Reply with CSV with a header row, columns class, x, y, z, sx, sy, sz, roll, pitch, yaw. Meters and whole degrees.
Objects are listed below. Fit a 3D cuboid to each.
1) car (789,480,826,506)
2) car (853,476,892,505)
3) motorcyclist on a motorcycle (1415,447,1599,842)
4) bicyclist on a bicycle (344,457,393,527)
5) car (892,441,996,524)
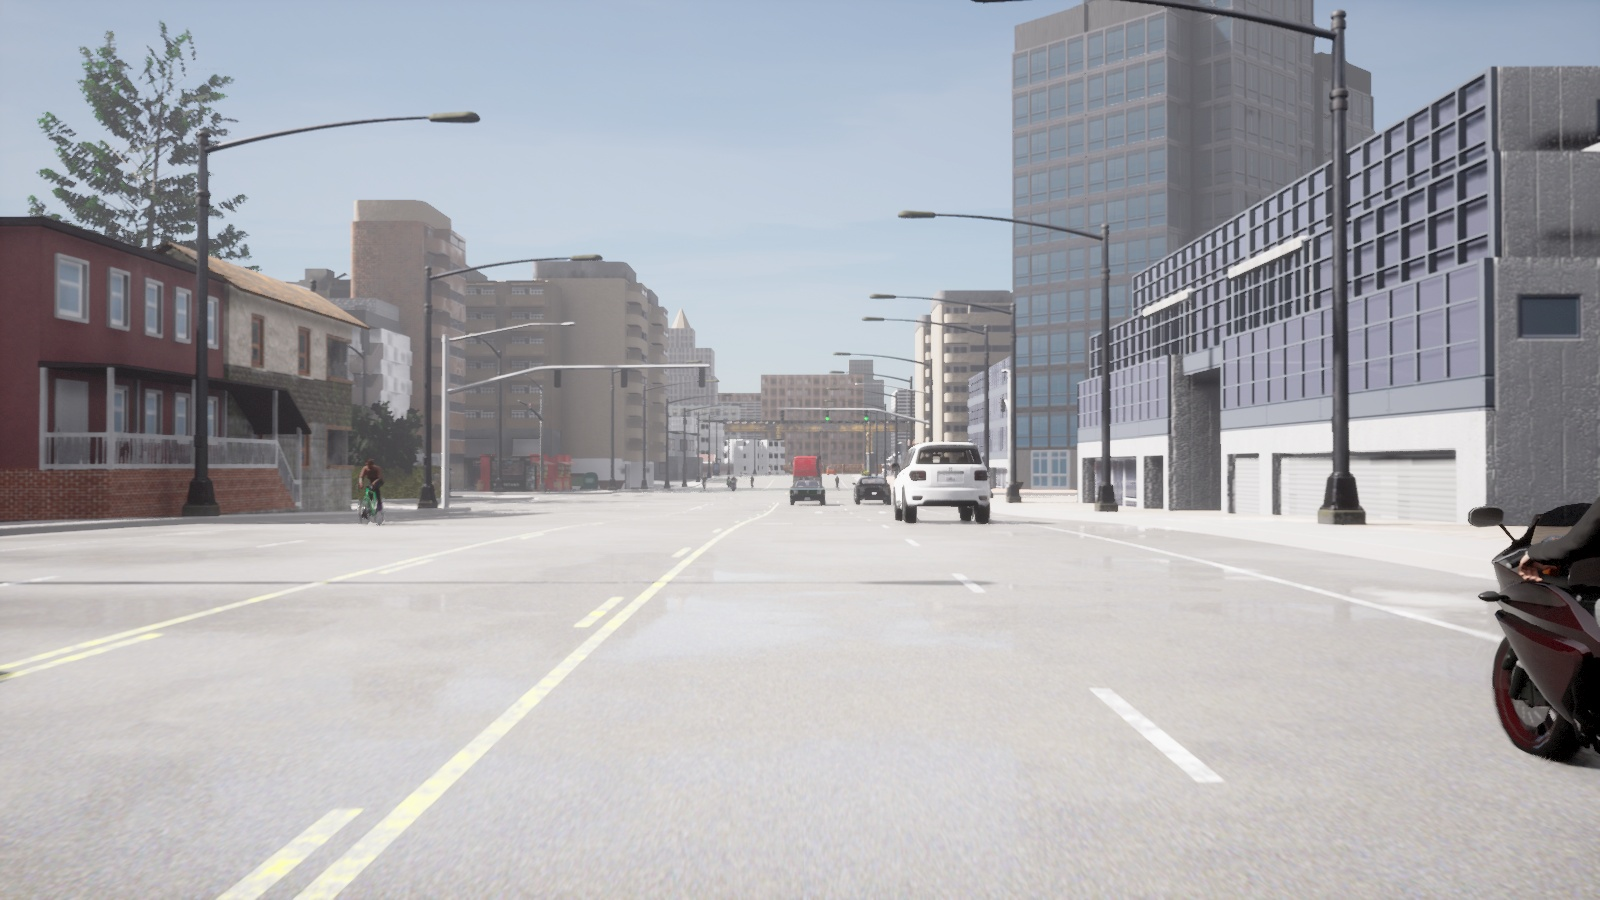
class,x,y,z,sx,sy,sz,roll,pitch,yaw
car,0.397,2.273,66.946,1.895,1.301,4.718,0,-1,0
car,3.906,2.174,68.281,1.882,1.535,5.008,0,-1,0
motorcyclist on a motorcycle,3.546,0.756,5.265,0.866,1.530,2.191,0,0,0
bicyclist on a bicycle,-10.313,1.000,30.042,0.582,1.620,1.656,0,-2,0
car,3.707,0.901,33.415,2.150,2.045,5.566,0,-2,0
